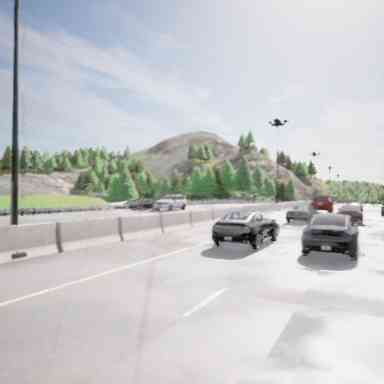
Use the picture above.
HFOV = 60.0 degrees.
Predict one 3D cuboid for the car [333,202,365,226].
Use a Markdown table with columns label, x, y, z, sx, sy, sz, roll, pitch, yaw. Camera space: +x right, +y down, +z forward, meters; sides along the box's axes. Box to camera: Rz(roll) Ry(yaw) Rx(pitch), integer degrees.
| label | x | y | z | sx | sy | sz | roll | pitch | yaw |
| --- | --- | --- | --- | --- | --- | --- | --- | --- | --- |
| car | 12.795 | 1.758 | 26.865 | 1.812 | 1.442 | 4.674 | 0 | 0 | 28 |

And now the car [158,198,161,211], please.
| label | x | y | z | sx | sy | sz | roll | pitch | yaw |
| --- | --- | --- | --- | --- | --- | --- | --- | --- | --- |
| car | -2.642 | 1.399 | 42.684 | 2.150 | 2.045 | 5.566 | 0 | -1 | 28 |

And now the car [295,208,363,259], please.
| label | x | y | z | sx | sy | sz | roll | pitch | yaw |
| --- | --- | --- | --- | --- | --- | --- | --- | --- | --- |
| car | 5.624 | 1.617 | 13.249 | 1.837 | 1.490 | 4.892 | 0 | 0 | 28 |

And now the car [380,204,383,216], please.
| label | x | y | z | sx | sy | sz | roll | pitch | yaw |
| --- | --- | --- | --- | --- | --- | --- | --- | --- | --- |
| car | 21.914 | 1.903 | 36.721 | 2.033 | 1.411 | 5.357 | 0 | 0 | 28 |

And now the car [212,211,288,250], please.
| label | x | y | z | sx | sy | sz | roll | pitch | yaw |
| --- | --- | --- | --- | --- | --- | --- | --- | --- | --- |
| car | 2.528 | 1.584 | 14.881 | 2.128 | 1.511 | 4.902 | 0 | 0 | 28 |

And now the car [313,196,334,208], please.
| label | x | y | z | sx | sy | sz | roll | pitch | yaw |
| --- | --- | --- | --- | --- | --- | --- | --- | --- | --- |
| car | 15.701 | 1.539 | 39.943 | 2.150 | 2.045 | 5.566 | 0 | 0 | 28 |

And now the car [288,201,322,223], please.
| label | x | y | z | sx | sy | sz | roll | pitch | yaw |
| --- | --- | --- | --- | --- | --- | --- | --- | --- | --- |
| car | 9.039 | 1.750 | 27.273 | 2.033 | 1.411 | 5.357 | 0 | 0 | 28 |
